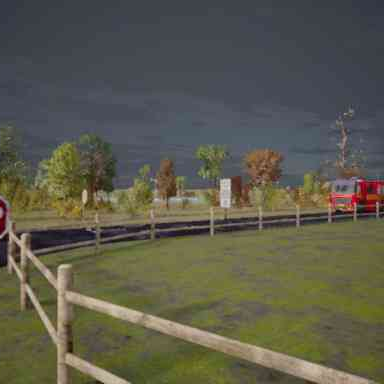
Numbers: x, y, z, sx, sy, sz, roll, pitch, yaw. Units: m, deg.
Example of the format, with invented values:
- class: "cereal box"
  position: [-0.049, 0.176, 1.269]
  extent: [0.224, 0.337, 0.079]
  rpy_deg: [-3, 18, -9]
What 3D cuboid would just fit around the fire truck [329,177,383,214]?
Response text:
- class: "fire truck"
  position: [18.892, 0.340, 37.114]
  extent: [8.468, 3.827, 2.891]
  rpy_deg: [0, 0, -37]
